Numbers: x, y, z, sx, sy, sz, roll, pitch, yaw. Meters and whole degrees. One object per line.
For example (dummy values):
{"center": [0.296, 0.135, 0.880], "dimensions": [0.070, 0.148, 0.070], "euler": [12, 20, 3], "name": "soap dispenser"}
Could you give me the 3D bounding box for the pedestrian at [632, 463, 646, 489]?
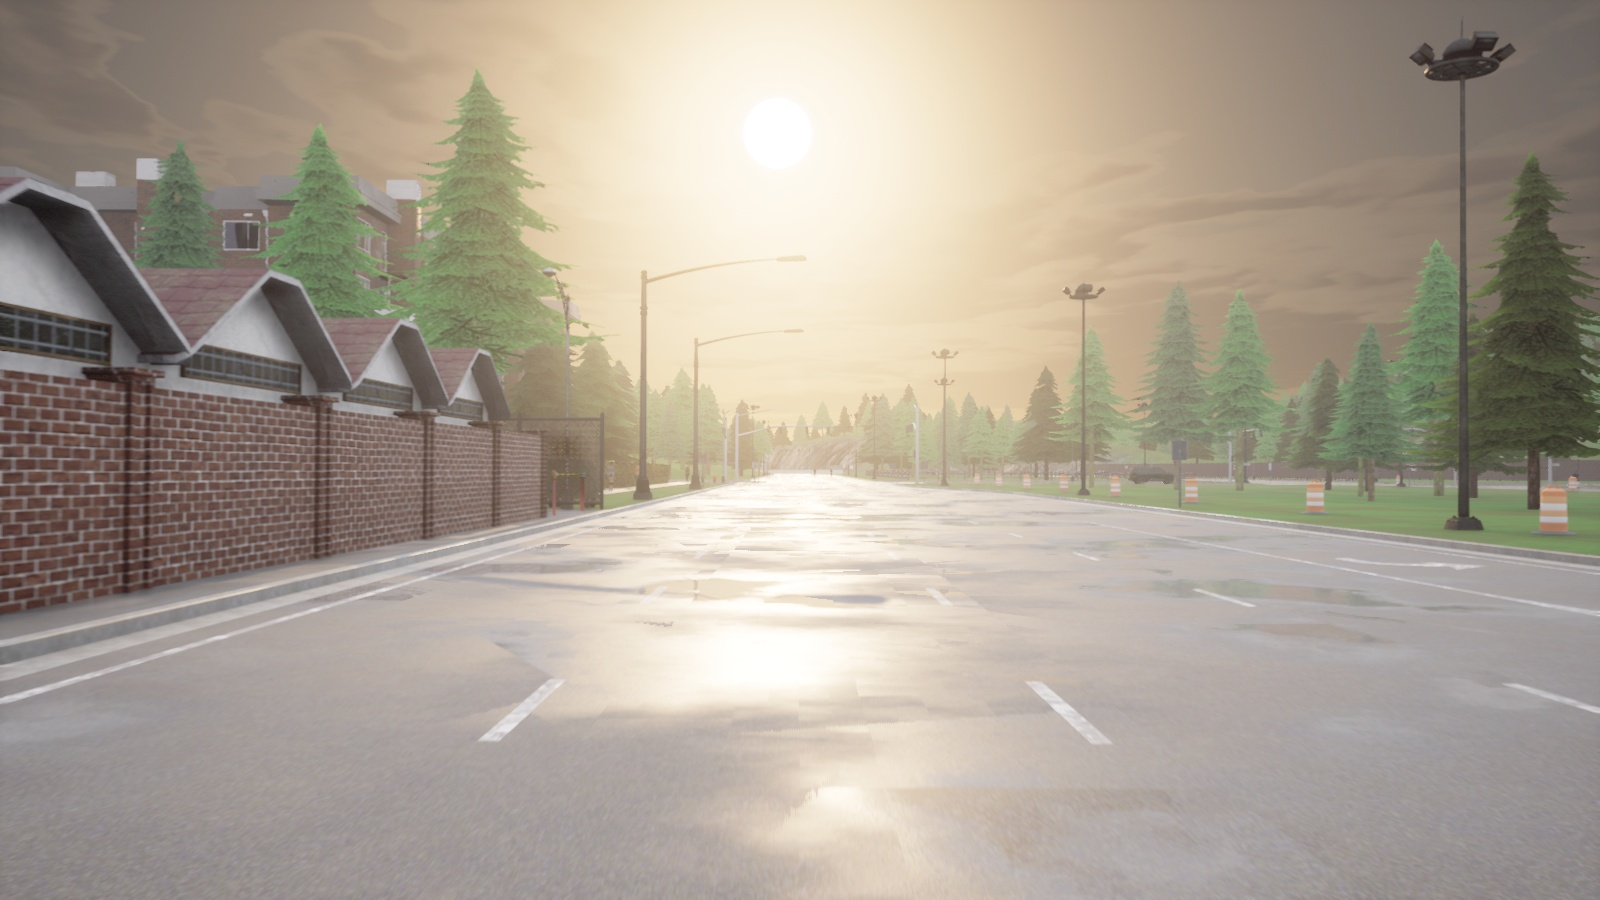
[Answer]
{"center": [-11.216, 1.818, 87.705], "dimensions": [0.874, 1.855, 0.900], "euler": [0, -1, 0], "name": "pedestrian"}
